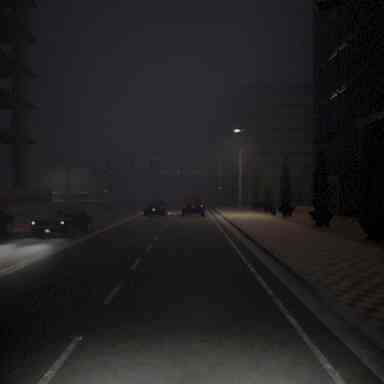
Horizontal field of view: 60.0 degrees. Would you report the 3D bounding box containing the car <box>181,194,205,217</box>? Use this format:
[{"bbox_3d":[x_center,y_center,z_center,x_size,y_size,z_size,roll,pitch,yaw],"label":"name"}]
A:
[{"bbox_3d":[0.099,1.341,31.565,2.097,1.767,4.553,0,0,0],"label":"car"}]

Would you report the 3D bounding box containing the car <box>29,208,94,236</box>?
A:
[{"bbox_3d":[-7.056,1.595,18.464,1.895,1.301,4.718,0,0,0],"label":"car"}]

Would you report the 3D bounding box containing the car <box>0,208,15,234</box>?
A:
[{"bbox_3d":[-10.574,1.500,16.254,1.837,1.490,4.892,0,0,0],"label":"car"}]

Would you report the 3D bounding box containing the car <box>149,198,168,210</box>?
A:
[{"bbox_3d":[-4.470,1.534,43.958,1.994,1.385,4.181,0,1,-13],"label":"car"}]

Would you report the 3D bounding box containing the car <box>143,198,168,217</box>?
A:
[{"bbox_3d":[-3.402,1.553,31.552,1.994,1.385,4.181,0,0,0],"label":"car"}]
